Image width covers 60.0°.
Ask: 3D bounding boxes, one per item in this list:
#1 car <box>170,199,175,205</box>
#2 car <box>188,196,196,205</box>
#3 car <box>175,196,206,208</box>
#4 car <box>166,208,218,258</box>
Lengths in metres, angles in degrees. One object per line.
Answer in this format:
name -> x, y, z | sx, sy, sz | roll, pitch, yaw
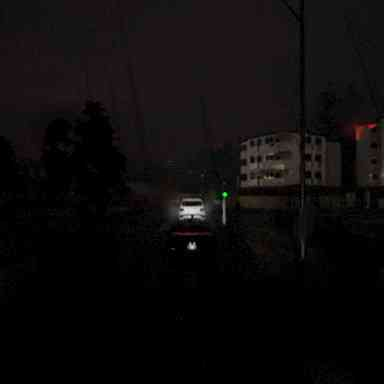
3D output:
car -> -4.017, 2.315, 77.949 | 1.882, 1.535, 5.008 | 0, -1, 0
car -> -0.018, 2.125, 84.063 | 2.150, 2.045, 5.566 | 0, -1, 0
car -> 0.004, 1.522, 27.571 | 2.150, 2.045, 5.566 | 0, 0, 0
car -> 0.016, 1.639, 13.494 | 2.128, 1.511, 4.902 | 0, 0, 0
